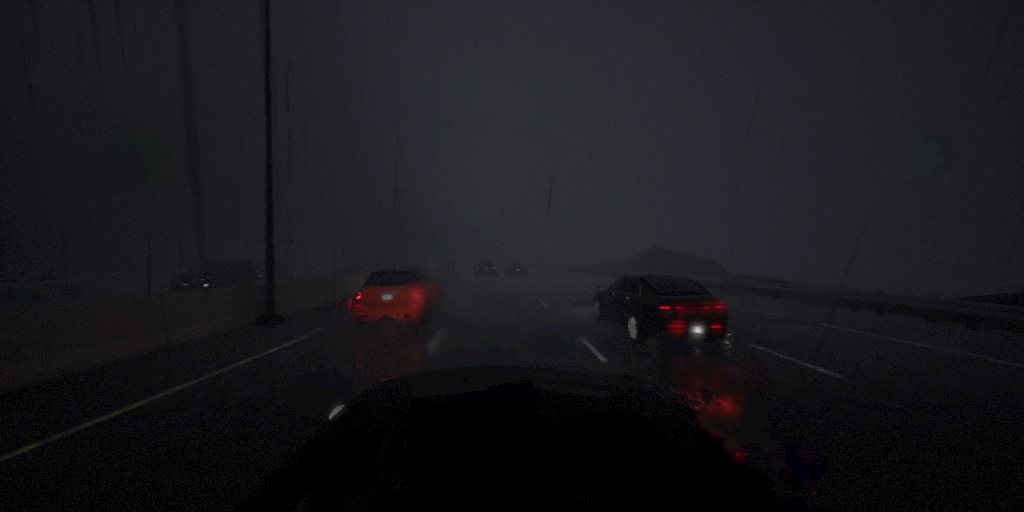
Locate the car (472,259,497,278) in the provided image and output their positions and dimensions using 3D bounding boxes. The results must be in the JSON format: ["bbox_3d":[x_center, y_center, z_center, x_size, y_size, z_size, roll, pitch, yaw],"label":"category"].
[{"bbox_3d":[-2.818,1.225,36.084,2.097,1.767,4.553,-1,0,-11],"label":"car"}]

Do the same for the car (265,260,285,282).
[{"bbox_3d":[-24.205,1.377,34.836,2.150,2.045,5.566,-1,0,-11],"label":"car"}]

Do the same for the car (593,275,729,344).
[{"bbox_3d":[3.569,1.227,9.500,1.837,1.490,4.892,0,0,-3],"label":"car"}]

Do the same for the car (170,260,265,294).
[{"bbox_3d":[-18.840,1.276,23.063,2.150,2.045,5.566,-1,0,-7],"label":"car"}]

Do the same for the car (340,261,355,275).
[{"bbox_3d":[-18.544,1.646,42.024,2.033,1.411,5.357,-1,0,-12],"label":"car"}]

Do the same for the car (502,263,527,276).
[{"bbox_3d":[0.245,1.404,38.856,1.994,1.385,4.181,-1,0,-12],"label":"car"}]

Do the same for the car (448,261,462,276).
[{"bbox_3d":[-7.026,1.290,39.572,2.097,1.767,4.553,-1,0,-12],"label":"car"}]

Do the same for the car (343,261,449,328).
[{"bbox_3d":[-3.578,1.176,12.050,2.097,1.767,4.553,-1,0,-3],"label":"car"}]

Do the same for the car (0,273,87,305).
[{"bbox_3d":[-25.430,1.658,18.863,1.812,1.442,4.674,-1,0,-6],"label":"car"}]
